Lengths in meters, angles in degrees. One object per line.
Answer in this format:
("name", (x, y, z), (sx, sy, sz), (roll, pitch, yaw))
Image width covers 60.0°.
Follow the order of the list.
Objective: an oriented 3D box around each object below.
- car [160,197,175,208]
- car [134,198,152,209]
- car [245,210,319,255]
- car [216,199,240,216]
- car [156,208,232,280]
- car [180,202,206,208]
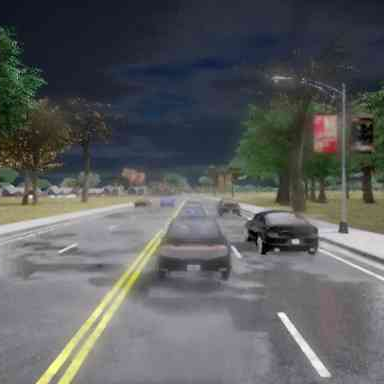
("car", (-3.333, 1.408, 45.825), (1.882, 1.535, 5.008), (0, 0, 0))
("car", (-6.586, 1.530, 45.129), (1.895, 1.301, 4.718), (0, 0, 0))
("car", (3.331, 1.434, 13.171), (1.882, 1.535, 5.008), (0, 0, 0))
("car", (3.341, 1.429, 30.909), (1.837, 1.490, 4.892), (0, 0, 0))
("car", (0.061, 1.459, 9.824), (2.128, 1.511, 4.902), (0, 0, 0))
("car", (0.071, 1.476, 25.892), (2.033, 1.411, 5.357), (0, 0, 0))
